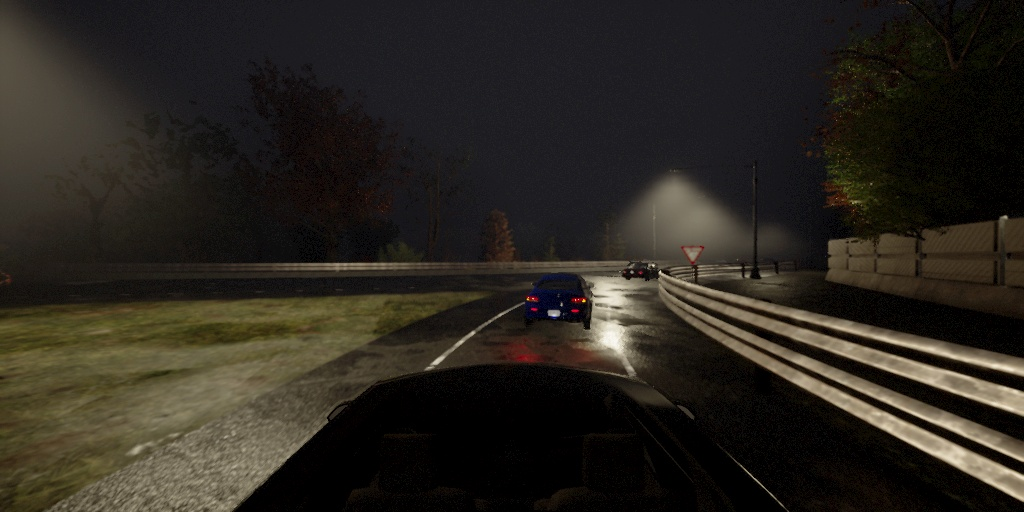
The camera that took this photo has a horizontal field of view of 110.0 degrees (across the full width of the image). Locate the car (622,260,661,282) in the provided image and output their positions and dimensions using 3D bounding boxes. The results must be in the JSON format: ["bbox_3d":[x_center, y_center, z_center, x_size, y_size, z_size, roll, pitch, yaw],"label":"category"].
[{"bbox_3d":[10.772,1.284,29.126,2.033,1.411,5.357,0,0,41],"label":"car"}]

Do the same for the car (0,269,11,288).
[{"bbox_3d":[-28.133,0.821,17.543,4.553,1.767,2.097,0,0,-10],"label":"car"}]

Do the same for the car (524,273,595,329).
[{"bbox_3d":[1.568,1.265,11.232,1.812,1.442,4.674,0,0,13],"label":"car"}]

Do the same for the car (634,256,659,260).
[{"bbox_3d":[16.302,1.067,44.577,4.902,1.511,2.128,0,0,-37],"label":"car"}]
